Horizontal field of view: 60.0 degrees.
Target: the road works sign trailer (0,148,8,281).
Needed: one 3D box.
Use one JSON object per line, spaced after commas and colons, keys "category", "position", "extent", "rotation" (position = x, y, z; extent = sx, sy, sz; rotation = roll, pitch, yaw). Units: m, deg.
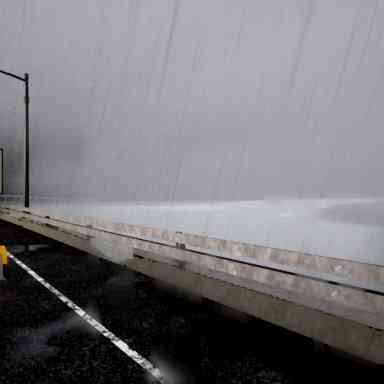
{"category": "road works sign trailer", "position": [-6.477, 0.468, 8.991], "extent": [2.380, 3.560, 2.880], "rotation": [0, 0, -38]}
